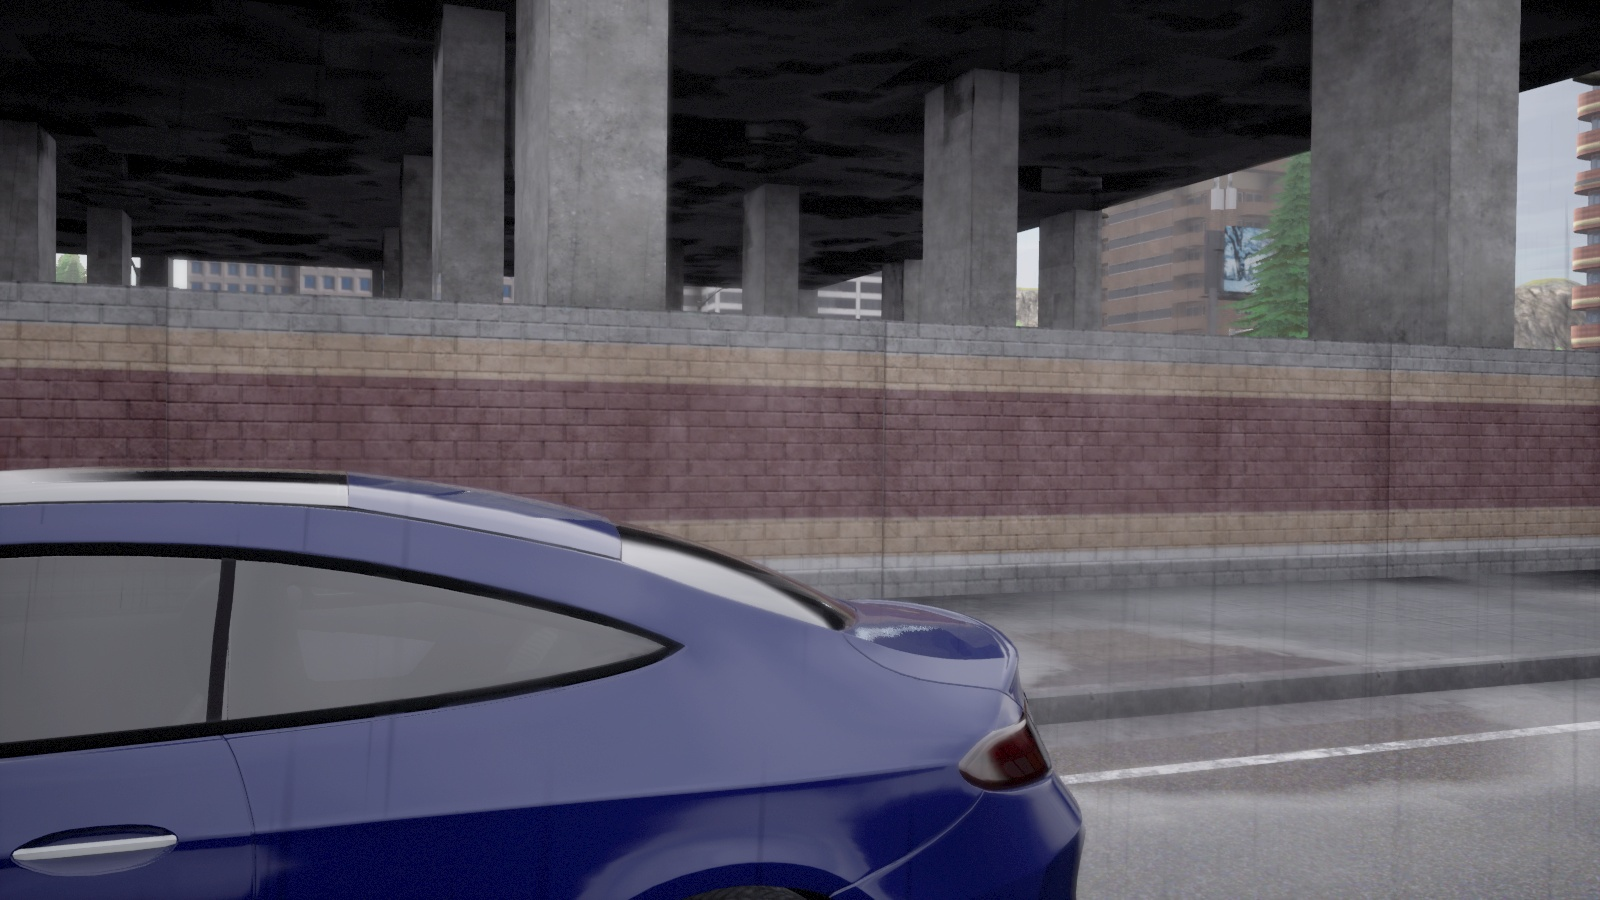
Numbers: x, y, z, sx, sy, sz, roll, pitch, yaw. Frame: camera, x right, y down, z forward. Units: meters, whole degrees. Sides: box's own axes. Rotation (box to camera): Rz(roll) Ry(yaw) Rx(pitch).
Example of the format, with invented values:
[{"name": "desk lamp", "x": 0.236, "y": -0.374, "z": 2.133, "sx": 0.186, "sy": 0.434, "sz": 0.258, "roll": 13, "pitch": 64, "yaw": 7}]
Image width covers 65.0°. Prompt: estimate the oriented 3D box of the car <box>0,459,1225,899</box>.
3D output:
[{"name": "car", "x": -1.621, "y": 0.799, "z": 2.622, "sx": 4.674, "sy": 1.442, "sz": 1.812, "roll": -1, "pitch": 1, "yaw": -21}]
